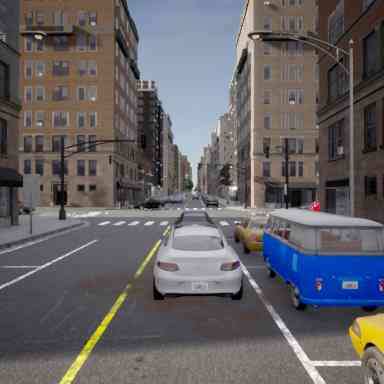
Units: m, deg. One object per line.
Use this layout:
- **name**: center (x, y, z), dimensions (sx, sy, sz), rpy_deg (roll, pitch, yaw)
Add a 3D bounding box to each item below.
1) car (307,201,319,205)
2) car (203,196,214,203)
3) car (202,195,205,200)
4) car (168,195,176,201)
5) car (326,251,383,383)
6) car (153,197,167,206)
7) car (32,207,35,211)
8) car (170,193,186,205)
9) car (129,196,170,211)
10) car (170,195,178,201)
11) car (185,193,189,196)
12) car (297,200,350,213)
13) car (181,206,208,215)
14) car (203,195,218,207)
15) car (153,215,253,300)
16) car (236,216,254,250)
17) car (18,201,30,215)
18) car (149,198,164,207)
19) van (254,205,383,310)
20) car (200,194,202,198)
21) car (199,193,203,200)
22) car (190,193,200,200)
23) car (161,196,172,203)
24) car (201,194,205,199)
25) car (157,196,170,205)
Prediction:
- **car**: center (15.621, 1.357, 35.582), dimensions (5.566, 2.045, 2.150), rpy_deg (0, -1, 0)
- **car**: center (3.327, 1.549, 67.422), dimensions (1.887, 1.381, 4.507), rpy_deg (1, 0, 1)
- **car**: center (3.165, 1.550, 56.362), dimensions (1.887, 1.381, 4.507), rpy_deg (1, 0, 1)
- **car**: center (-4.957, 1.527, 83.955), dimensions (1.752, 1.417, 4.829), rpy_deg (1, 0, 1)
- **car**: center (2.679, 1.526, 1.992), dimensions (1.752, 1.417, 4.829), rpy_deg (1, 0, 0)
- **car**: center (-5.360, 1.572, 56.481), dimensions (1.947, 1.339, 4.313), rpy_deg (1, 0, 1)
- **car**: center (-17.899, 1.370, 32.412), dimensions (4.892, 1.490, 1.837), rpy_deg (0, -1, 0)
- **car**: center (-2.554, 1.483, 58.814), dimensions (1.882, 1.535, 5.008), rpy_deg (0, 0, 1)
- **car**: center (-5.508, 1.485, 41.245), dimensions (1.882, 1.535, 5.008), rpy_deg (2, 1, 40)
- **car**: center (-4.875, 1.566, 89.654), dimensions (1.947, 1.339, 4.313), rpy_deg (1, 0, 1)
- **car**: center (-2.270, 1.482, 72.800), dimensions (1.882, 1.535, 5.008), rpy_deg (0, 0, 1)
- **car**: center (15.272, 1.713, 38.830), dimensions (5.357, 1.411, 2.033), rpy_deg (0, -1, 0)
- **car**: center (0.120, 1.567, 15.682), dimensions (1.994, 1.385, 4.181), rpy_deg (0, 0, 0)
- **car**: center (3.084, 1.571, 50.832), dimensions (1.947, 1.339, 4.313), rpy_deg (1, 0, 1)
- **car**: center (0.092, 1.527, 8.303), dimensions (1.812, 1.442, 4.674), rpy_deg (0, 0, -1)
- **car**: center (2.700, 1.528, 13.339), dimensions (1.752, 1.417, 4.829), rpy_deg (1, 0, 0)
- **car**: center (-17.232, 1.363, 29.164), dimensions (4.674, 1.442, 1.812), rpy_deg (0, -1, 2)
- **car**: center (-5.441, 1.588, 50.953), dimensions (1.802, 1.307, 4.206), rpy_deg (1, 0, 1)
- **van**: center (2.691, 1.343, 7.496), dimensions (1.690, 1.788, 3.998), rpy_deg (1, 0, 0)
- **car**: center (3.488, 1.568, 78.483), dimensions (1.947, 1.339, 4.313), rpy_deg (1, 0, 1)
- **car**: center (3.650, 1.550, 89.543), dimensions (2.008, 1.369, 4.403), rpy_deg (1, 0, 1)
- **car**: center (1.008, 1.524, 91.881), dimensions (1.812, 1.442, 4.674), rpy_deg (0, 0, 1)
- **car**: center (-5.198, 1.550, 67.539), dimensions (1.887, 1.381, 4.507), rpy_deg (1, 0, 1)
- **car**: center (3.246, 1.555, 61.892), dimensions (2.008, 1.369, 4.403), rpy_deg (1, 0, 1)
- **car**: center (-5.279, 1.556, 62.010), dimensions (2.008, 1.369, 4.403), rpy_deg (1, 0, 1)
